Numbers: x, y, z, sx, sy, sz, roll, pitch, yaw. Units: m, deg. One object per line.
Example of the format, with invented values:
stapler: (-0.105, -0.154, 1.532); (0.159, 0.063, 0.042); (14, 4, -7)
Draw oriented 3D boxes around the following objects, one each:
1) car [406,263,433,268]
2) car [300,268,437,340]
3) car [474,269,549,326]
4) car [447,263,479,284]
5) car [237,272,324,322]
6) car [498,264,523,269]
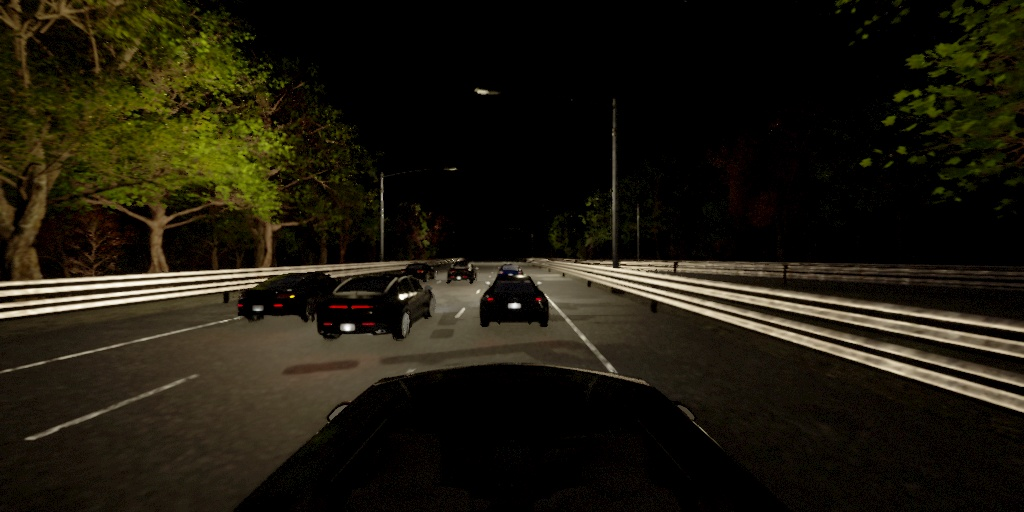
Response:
car: (-7.128, 1.243, 27.504); (1.812, 1.442, 4.674); (0, 0, -1)
car: (-3.435, 1.241, 9.891); (1.837, 1.490, 4.892); (0, 0, 0)
car: (0.056, 1.296, 11.568); (1.994, 1.385, 4.181); (0, 0, 0)
car: (-3.613, 1.221, 26.557); (1.837, 1.490, 4.892); (0, 0, -1)
car: (-6.946, 1.260, 12.091); (1.812, 1.442, 4.674); (0, 0, 0)
car: (-0.121, 1.278, 27.117); (1.994, 1.385, 4.181); (0, 0, -1)
